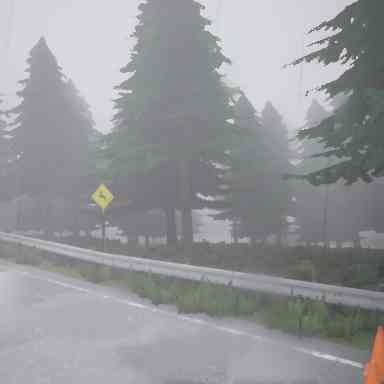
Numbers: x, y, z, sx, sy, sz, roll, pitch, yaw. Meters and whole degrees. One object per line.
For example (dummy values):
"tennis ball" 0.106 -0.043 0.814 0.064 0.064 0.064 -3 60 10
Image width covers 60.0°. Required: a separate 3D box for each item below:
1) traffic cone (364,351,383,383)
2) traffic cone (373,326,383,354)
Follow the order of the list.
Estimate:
"traffic cone" 1.786 1.956 3.269 0.340 0.580 0.340 0 0 33
"traffic cone" 2.329 1.956 4.106 0.340 0.580 0.340 0 0 34
